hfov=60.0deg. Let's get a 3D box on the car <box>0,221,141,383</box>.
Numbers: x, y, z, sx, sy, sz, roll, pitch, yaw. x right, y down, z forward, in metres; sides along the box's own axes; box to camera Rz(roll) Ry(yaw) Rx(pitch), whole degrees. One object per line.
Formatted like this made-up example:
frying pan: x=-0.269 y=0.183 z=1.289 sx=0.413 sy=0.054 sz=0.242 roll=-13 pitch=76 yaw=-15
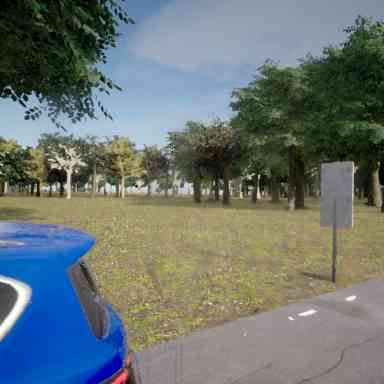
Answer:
car: x=-2.857 y=1.220 z=1.035 sx=5.566 sy=2.045 sz=2.150 roll=0 pitch=0 yaw=-36
